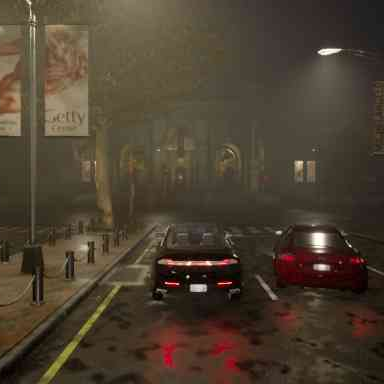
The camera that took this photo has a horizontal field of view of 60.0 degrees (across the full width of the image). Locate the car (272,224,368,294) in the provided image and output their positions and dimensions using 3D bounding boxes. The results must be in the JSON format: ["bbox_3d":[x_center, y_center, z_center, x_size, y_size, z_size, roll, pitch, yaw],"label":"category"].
[{"bbox_3d":[3.248,1.564,8.981,1.994,1.385,4.181,0,0,14],"label":"car"}]

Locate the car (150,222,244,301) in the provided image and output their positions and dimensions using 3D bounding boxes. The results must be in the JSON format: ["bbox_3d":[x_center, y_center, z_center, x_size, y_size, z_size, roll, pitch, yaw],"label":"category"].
[{"bbox_3d":[0.077,1.492,8.327,2.128,1.511,4.902,0,0,-1],"label":"car"}]
